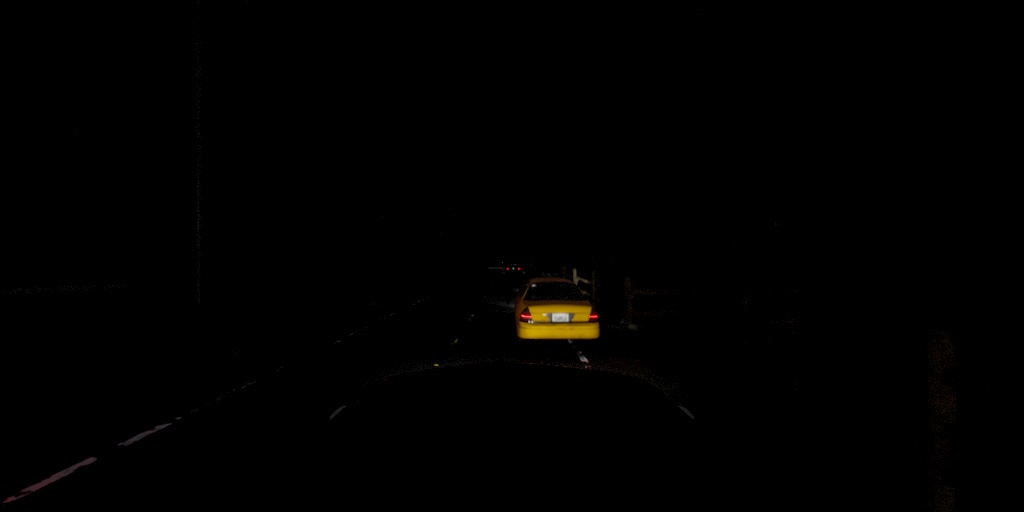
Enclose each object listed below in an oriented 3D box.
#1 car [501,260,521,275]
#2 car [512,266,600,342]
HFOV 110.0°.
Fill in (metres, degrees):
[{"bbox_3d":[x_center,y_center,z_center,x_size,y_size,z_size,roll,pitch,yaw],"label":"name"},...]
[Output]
[{"bbox_3d":[0.165,1.374,39.658,2.033,1.411,5.357,0,0,0],"label":"car"},{"bbox_3d":[0.981,1.219,9.770,1.801,1.575,5.366,0,0,0],"label":"car"}]
